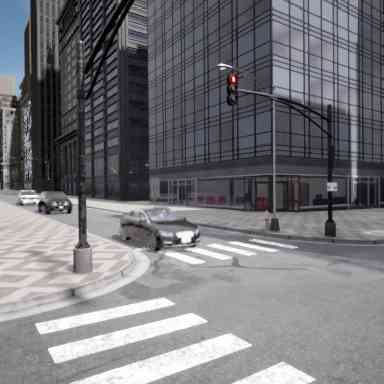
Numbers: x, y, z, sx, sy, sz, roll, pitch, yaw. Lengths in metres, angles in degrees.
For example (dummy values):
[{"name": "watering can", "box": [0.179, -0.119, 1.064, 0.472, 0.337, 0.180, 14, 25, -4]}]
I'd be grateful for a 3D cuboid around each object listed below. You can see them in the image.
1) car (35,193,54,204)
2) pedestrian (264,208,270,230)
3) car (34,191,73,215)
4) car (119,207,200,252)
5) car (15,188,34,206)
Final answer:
[{"name": "car", "box": [-22.851, 0.952, 51.446, 1.837, 1.490, 4.892, -1, 1, -34]}, {"name": "pedestrian", "box": [3.906, 1.373, 17.249, 0.500, 1.100, 0.500, 0, 0, -34]}, {"name": "car", "box": [-12.749, 0.959, 30.778, 2.150, 2.045, 5.566, -1, 1, -34]}, {"name": "car", "box": [-1.502, 1.415, 13.860, 2.128, 1.511, 4.902, -1, 1, -32]}, {"name": "car", "box": [-21.780, 0.784, 44.271, 2.150, 2.045, 5.566, -1, 1, -34]}]
